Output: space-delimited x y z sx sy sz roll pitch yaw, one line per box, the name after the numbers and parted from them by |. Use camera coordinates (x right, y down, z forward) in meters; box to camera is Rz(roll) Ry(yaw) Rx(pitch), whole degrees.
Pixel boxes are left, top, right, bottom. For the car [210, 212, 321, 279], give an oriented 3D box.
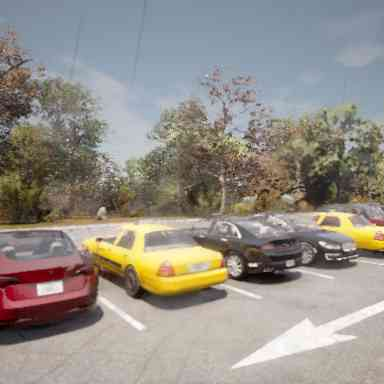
1.025 1.487 10.169 2.231 1.521 4.892 0 0 -35 | car

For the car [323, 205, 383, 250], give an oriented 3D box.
5.434 1.487 13.549 1.946 1.575 5.366 0 0 -35 | car

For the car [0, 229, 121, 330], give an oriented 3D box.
-3.516 1.511 6.974 2.163 1.488 4.792 0 0 -35 | car

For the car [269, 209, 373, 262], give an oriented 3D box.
3.278 1.489 11.791 2.231 1.521 4.892 0 0 -35 | car

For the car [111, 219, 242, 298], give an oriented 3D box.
-1.347 1.480 8.713 1.946 1.575 5.366 0 0 -35 | car

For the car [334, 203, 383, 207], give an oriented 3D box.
7.784 1.366 15.036 2.185 1.767 4.553 0 0 -35 | car
